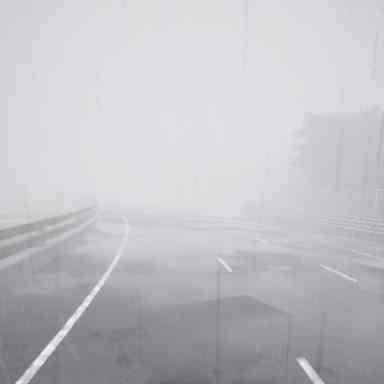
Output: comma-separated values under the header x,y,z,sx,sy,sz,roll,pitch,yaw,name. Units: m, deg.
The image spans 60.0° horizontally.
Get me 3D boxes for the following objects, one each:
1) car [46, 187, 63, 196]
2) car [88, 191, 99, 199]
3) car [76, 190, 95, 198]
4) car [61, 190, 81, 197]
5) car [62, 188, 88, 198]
x,y,z,sx,sy,sz,roll,pitch,yaw,name
-29.732,-0.124,72.267,5.566,2.045,2.150,3,0,43,car
-20.392,0.670,67.051,1.882,1.535,5.008,3,0,-39,car
-24.772,0.422,77.184,5.008,1.535,1.882,3,0,43,car
-27.251,0.323,74.714,4.902,1.511,2.128,3,0,43,car
-22.749,0.277,64.427,2.150,2.045,5.566,3,0,-39,car
